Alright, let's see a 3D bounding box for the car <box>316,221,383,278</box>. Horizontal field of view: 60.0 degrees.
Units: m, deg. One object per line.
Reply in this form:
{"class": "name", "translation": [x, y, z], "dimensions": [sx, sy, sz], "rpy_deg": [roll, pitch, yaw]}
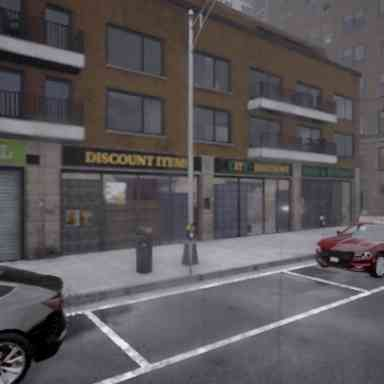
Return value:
{"class": "car", "translation": [5.639, 1.568, 10.211], "dimensions": [4.507, 1.381, 1.887], "rpy_deg": [0, 0, -36]}

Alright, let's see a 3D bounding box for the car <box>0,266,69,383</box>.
{"class": "car", "translation": [-3.613, 1.563, 3.611], "dimensions": [4.313, 1.339, 1.947], "rpy_deg": [0, 0, -36]}
